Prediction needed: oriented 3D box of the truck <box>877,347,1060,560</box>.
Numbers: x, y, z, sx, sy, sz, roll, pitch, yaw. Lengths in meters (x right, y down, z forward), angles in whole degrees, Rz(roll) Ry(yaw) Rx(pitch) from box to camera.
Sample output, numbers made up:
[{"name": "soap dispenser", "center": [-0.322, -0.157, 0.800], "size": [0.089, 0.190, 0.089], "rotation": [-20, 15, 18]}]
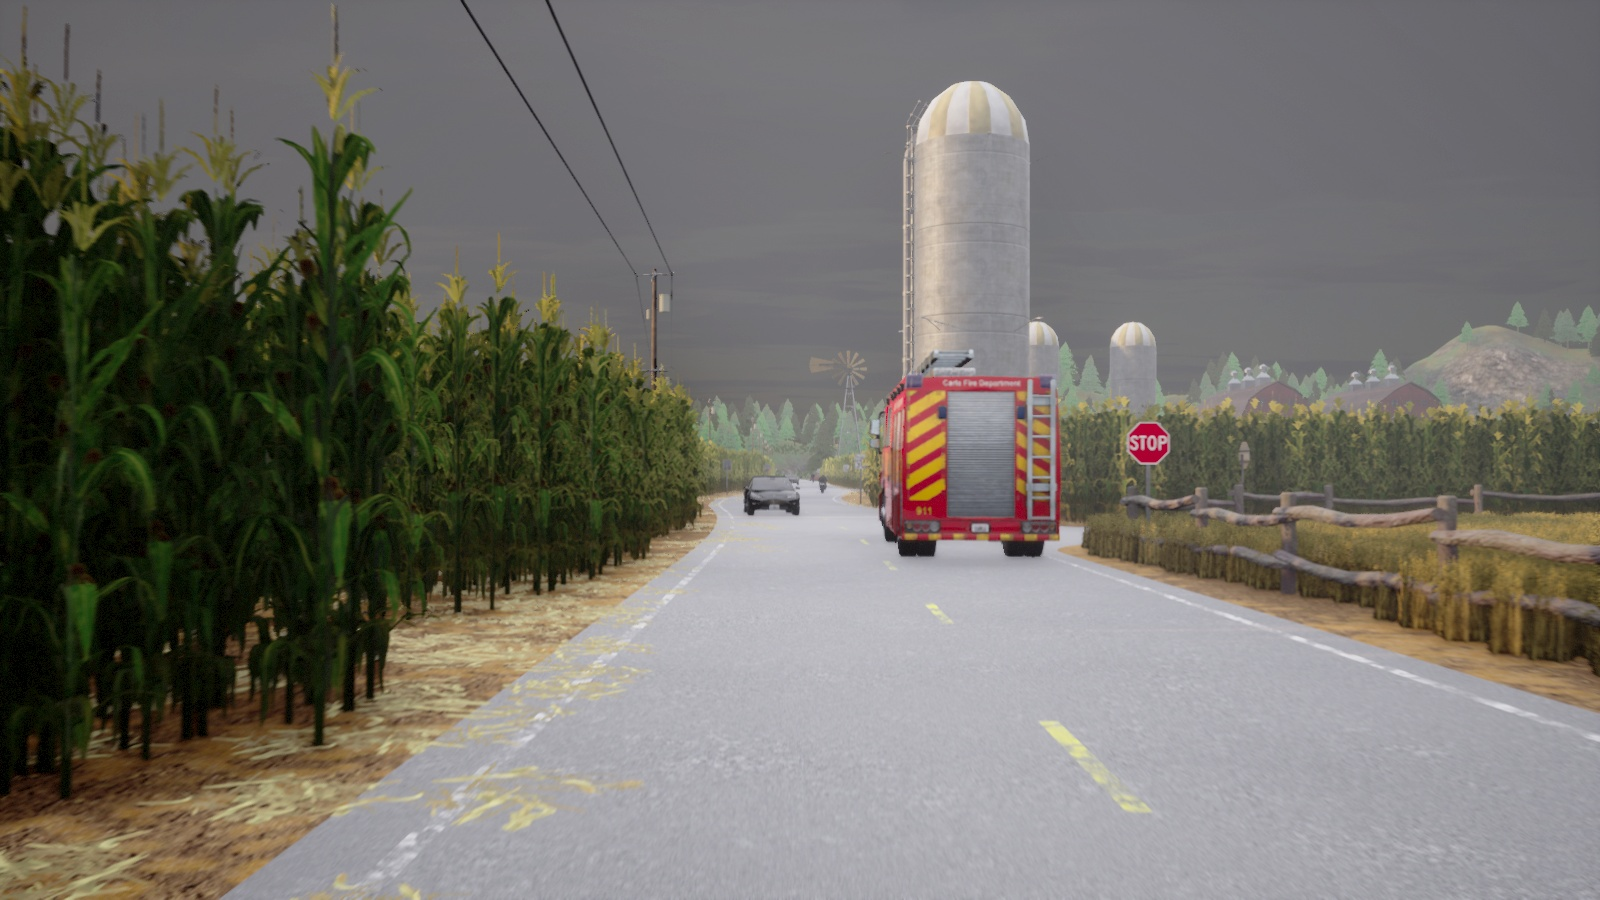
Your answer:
[{"name": "truck", "center": [3.284, 0.133, 26.847], "size": [2.891, 3.827, 8.468], "rotation": [0, -1, 1]}]

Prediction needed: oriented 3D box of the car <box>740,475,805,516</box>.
[{"name": "car", "center": [-1.116, 1.710, 48.374], "size": [2.163, 1.488, 4.792], "rotation": [0, -1, -5]}]
